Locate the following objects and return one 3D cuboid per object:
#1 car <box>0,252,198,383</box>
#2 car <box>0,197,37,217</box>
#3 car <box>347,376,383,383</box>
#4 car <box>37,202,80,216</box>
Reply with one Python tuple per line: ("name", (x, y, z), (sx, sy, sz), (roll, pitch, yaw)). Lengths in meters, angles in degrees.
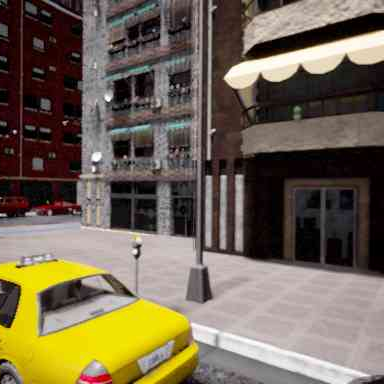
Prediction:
("car", (-2.214, 1.492, 4.452), (4.829, 1.417, 1.752), (1, 1, 36))
("car", (-17.117, 1.351, 29.742), (2.192, 1.841, 5.009), (0, -1, 35))
("car", (2.508, 1.578, 1.083), (4.313, 1.339, 1.947), (1, 1, 36))
("car", (-13.825, 1.684, 34.384), (1.887, 1.381, 4.507), (0, -1, 35))
